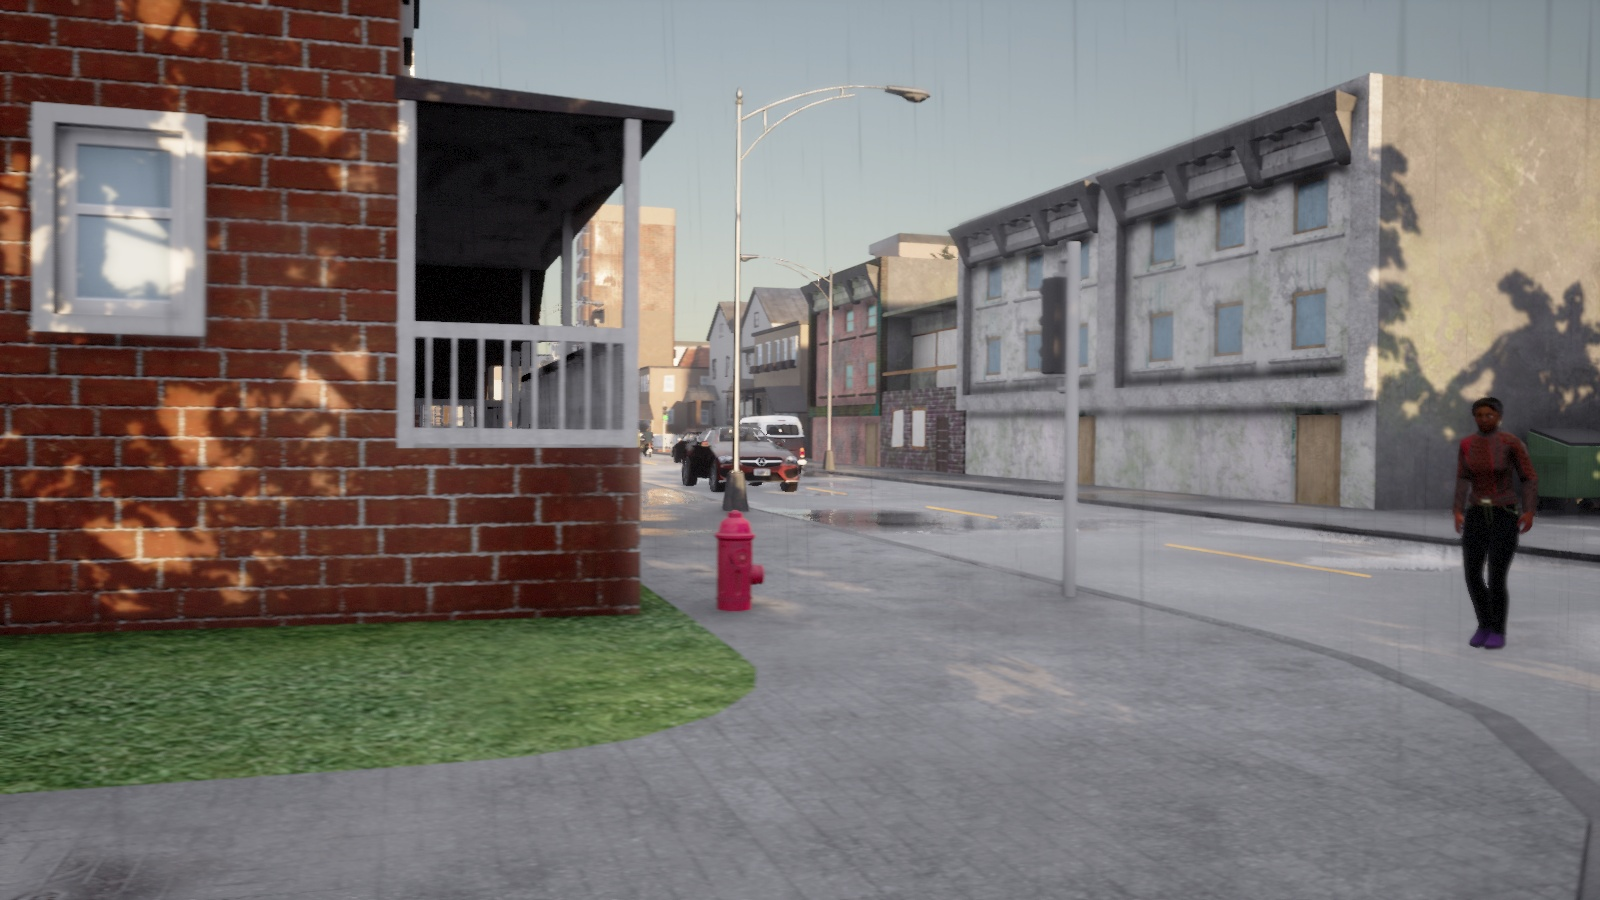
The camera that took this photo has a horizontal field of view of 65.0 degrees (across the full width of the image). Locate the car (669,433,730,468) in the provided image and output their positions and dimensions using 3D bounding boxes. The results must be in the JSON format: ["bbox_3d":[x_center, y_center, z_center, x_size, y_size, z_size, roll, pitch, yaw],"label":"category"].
[{"bbox_3d":[-4.455,-0.017,55.188,1.816,1.474,4.193,-1,1,-17],"label":"car"}]

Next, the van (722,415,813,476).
[{"bbox_3d":[-1.218,-0.176,44.718,2.069,2.038,4.480,-1,1,-17],"label":"van"}]

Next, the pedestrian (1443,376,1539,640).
[{"bbox_3d":[4.968,0.390,9.017,0.869,1.805,0.328,-1,1,-41],"label":"pedestrian"}]

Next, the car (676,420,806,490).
[{"bbox_3d":[-1.633,0.077,32.547,2.152,1.651,5.027,-1,1,-17],"label":"car"}]
